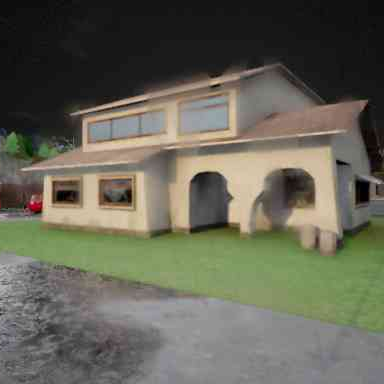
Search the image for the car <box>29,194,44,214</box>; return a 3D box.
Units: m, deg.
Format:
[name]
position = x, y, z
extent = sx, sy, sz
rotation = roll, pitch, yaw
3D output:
[car]
position = -13.602, 1.183, 33.829
extent = 2.150, 2.045, 5.566
rotation = 0, 0, 36
